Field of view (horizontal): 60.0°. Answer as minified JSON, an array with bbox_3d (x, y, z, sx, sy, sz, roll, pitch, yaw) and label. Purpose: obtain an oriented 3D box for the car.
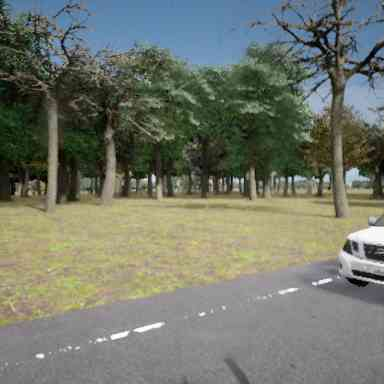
[{"bbox_3d":[5.987,1.225,8.253,5.566,2.045,2.150,0,0,-35],"label":"car"}]
